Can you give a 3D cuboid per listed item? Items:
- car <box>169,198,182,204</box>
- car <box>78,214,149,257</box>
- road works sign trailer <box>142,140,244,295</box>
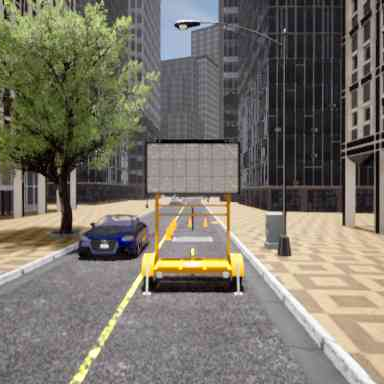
[{"bbox_3d":[-2.719,1.617,55.149,1.895,1.301,4.718,0,0,0],"label":"car"},{"bbox_3d":[-2.825,1.555,12.706,1.994,1.385,4.181,0,0,0],"label":"car"},{"bbox_3d":[0.018,0.458,8.635,2.380,3.560,2.880,0,0,0],"label":"road works sign trailer"}]
